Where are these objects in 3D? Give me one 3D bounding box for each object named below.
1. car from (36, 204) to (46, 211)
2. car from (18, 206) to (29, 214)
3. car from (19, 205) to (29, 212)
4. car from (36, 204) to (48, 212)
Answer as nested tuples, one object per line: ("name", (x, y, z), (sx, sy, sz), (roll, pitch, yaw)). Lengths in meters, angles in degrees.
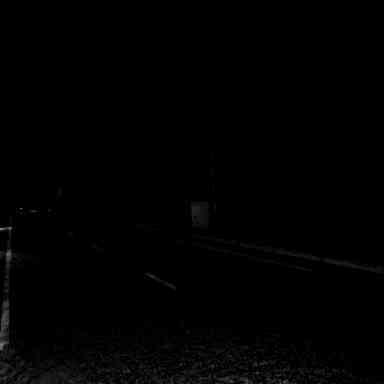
("car", (-35.107, 3.481, 77.283), (1.812, 1.442, 4.674), (-3, 0, -25))
("car", (-33.731, 3.494, 66.482), (2.128, 1.511, 4.902), (-3, 0, -26))
("car", (-38.277, 3.761, 75.822), (1.895, 1.301, 4.718), (-3, 0, -25))
("car", (-30.621, 3.283, 68.074), (1.837, 1.490, 4.892), (-3, 0, -26))
